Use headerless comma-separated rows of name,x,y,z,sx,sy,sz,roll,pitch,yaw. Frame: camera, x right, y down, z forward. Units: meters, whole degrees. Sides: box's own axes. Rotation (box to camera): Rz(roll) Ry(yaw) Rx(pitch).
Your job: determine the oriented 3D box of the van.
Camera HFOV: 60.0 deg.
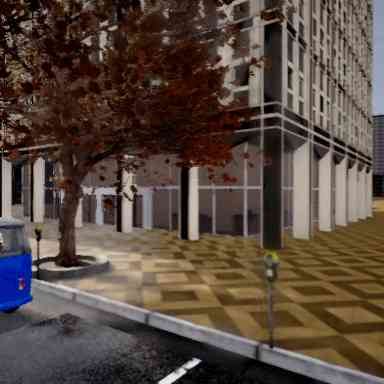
van,-4.649,1.289,6.194,3.998,1.788,1.690,0,0,35
